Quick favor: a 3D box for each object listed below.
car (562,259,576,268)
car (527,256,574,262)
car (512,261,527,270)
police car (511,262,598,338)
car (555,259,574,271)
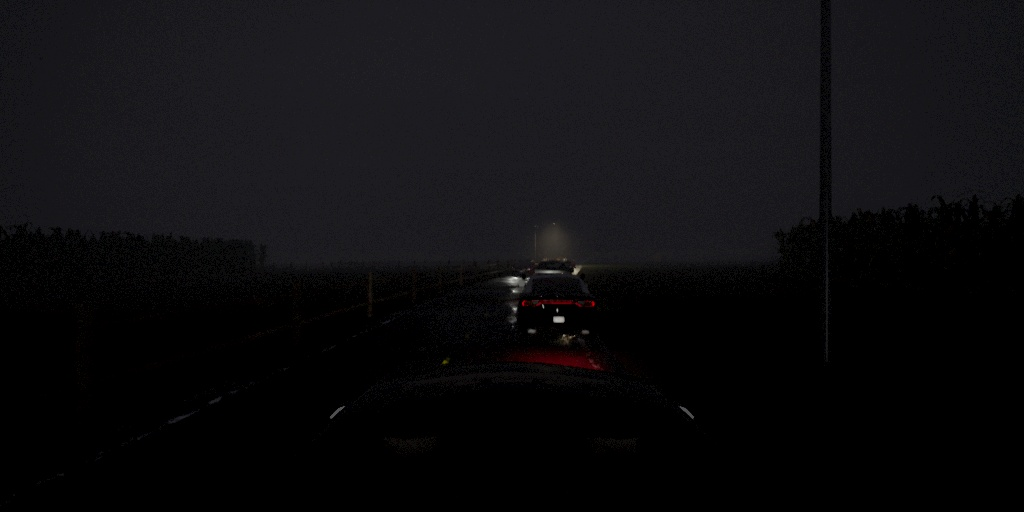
[{"bbox_3d":[8.858,1.149,55.708,1.895,1.301,4.718,0,0,12],"label":"car"},{"bbox_3d":[2.257,1.041,19.916,2.097,1.767,4.553,0,0,8],"label":"car"},{"bbox_3d":[1.276,1.162,34.322,1.812,1.442,4.674,0,0,12],"label":"car"},{"bbox_3d":[1.197,1.150,10.266,1.930,1.638,5.238,0,0,4],"label":"police car"},{"bbox_3d":[6.719,1.153,45.859,1.994,1.385,4.181,0,0,13],"label":"car"}]
